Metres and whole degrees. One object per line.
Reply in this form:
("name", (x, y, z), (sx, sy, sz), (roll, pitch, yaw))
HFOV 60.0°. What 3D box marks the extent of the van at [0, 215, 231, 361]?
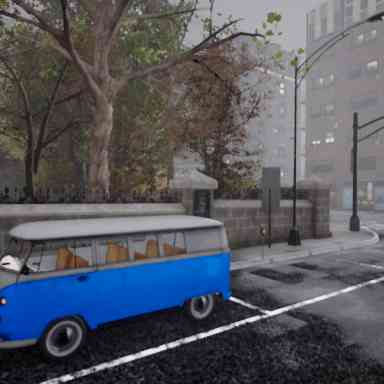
("van", (-1.188, 1.338, 5.642), (3.998, 1.788, 1.690), (0, 1, -35))
